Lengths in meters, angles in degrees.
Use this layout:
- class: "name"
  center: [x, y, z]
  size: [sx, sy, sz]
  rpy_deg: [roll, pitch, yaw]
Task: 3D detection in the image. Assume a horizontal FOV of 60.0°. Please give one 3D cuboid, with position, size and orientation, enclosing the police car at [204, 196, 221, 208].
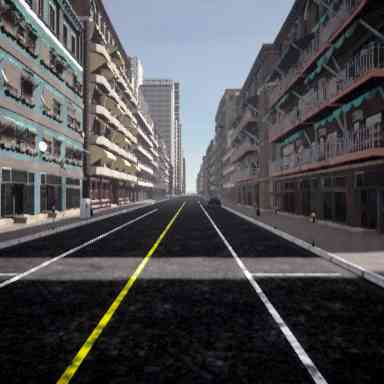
- class: "police car"
  center: [3.134, 1.414, 48.590]
  size: [1.930, 1.638, 5.238]
  rpy_deg: [0, 0, 0]

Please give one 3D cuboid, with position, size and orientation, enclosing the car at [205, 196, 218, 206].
- class: "car"
  center: [3.140, 1.471, 55.480]
  size: [1.882, 1.535, 5.008]
  rpy_deg: [0, 0, 0]
